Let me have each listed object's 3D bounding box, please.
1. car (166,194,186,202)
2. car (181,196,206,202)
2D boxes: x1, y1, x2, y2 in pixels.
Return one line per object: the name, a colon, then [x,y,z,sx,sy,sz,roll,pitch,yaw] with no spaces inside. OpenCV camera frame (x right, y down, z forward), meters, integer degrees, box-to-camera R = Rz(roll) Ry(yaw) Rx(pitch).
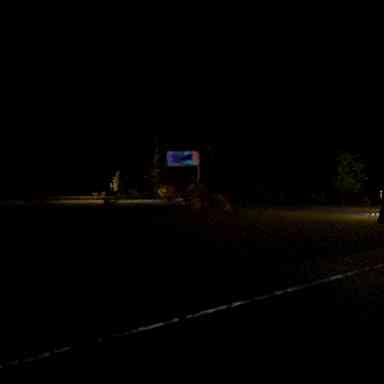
car: [-3.443,1.262,70.091,2.128,1.511,4.902,0,0,-34]
car: [0.553,1.414,64.180,2.033,1.411,5.357,0,0,-33]
